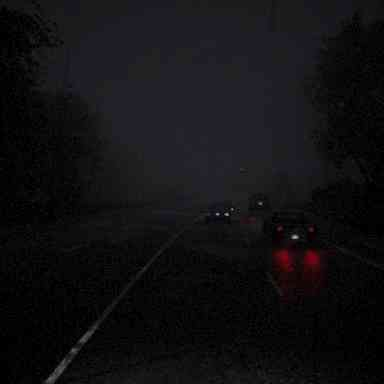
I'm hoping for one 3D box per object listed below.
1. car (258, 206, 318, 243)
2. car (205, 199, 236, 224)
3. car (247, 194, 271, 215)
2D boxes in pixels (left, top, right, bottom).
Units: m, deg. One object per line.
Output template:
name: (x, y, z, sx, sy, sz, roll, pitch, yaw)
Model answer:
car: (4.572, 1.607, 16.248, 1.895, 1.301, 4.718, 0, 0, 5)
car: (2.027, 1.539, 24.803, 2.033, 1.411, 5.357, 0, 0, 7)
car: (6.847, 1.198, 33.943, 2.150, 2.045, 5.566, 0, 0, 9)
